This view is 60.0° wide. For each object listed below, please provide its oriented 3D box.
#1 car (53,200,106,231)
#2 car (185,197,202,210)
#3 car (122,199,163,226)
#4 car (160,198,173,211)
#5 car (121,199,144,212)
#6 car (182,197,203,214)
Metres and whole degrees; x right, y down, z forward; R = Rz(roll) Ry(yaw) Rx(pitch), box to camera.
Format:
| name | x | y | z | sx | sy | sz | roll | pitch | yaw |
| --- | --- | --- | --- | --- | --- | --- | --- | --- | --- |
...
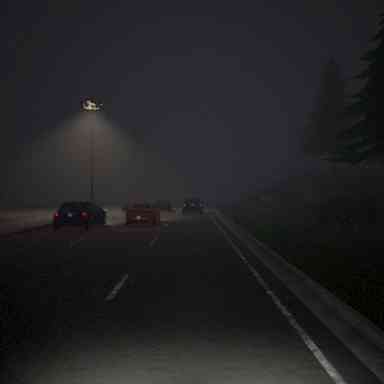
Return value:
| name | x | y | z | sx | sy | sz | roll | pitch | yaw |
| --- | --- | --- | --- | --- | --- | --- | --- | --- | --- |
| car | -6.900 | 1.352 | 20.938 | 2.097 | 1.767 | 4.553 | 0 | 0 | 0 |
| car | 0.258 | 1.491 | 44.377 | 2.128 | 1.511 | 4.902 | 0 | 0 | 2 |
| car | -3.399 | 1.477 | 23.634 | 1.882 | 1.535 | 5.008 | 0 | 0 | 0 |
| car | -3.358 | 1.477 | 40.075 | 1.882 | 1.535 | 5.008 | 0 | 0 | 1 |
| car | -6.873 | 1.564 | 38.786 | 1.994 | 1.385 | 4.181 | 0 | 0 | 1 |
| car | 0.096 | 1.352 | 35.159 | 2.097 | 1.767 | 4.553 | 0 | 0 | 0 |
